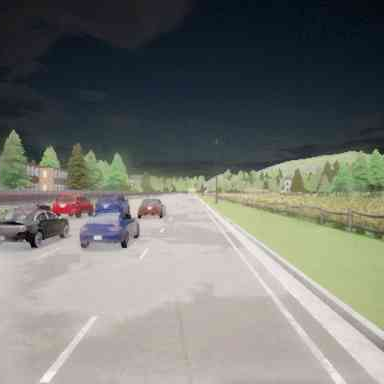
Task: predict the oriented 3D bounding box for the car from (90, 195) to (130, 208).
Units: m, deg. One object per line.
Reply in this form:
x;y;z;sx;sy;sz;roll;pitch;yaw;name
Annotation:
-7.000;1.258;29.680;2.150;2.045;5.566;0;0;0;car

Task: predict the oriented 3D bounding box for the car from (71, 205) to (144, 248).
-3.500;1.534;14.650;1.812;1.442;4.674;0;0;0;car

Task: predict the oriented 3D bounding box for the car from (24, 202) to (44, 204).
-14.000;1.573;29.650;1.994;1.385;4.181;0;0;0;car

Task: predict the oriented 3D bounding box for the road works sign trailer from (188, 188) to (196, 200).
0.000;0.464;94.834;2.380;3.560;2.880;0;0;0;road works sign trailer

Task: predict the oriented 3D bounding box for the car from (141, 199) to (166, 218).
-3.500;1.367;29.620;2.097;1.767;4.553;0;0;0;car

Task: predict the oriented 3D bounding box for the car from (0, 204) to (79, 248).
-7.000;1.496;14.650;2.128;1.511;4.902;0;0;0;car

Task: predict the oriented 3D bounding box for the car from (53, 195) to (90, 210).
-10.500;1.258;29.680;2.150;2.045;5.566;0;0;0;car
